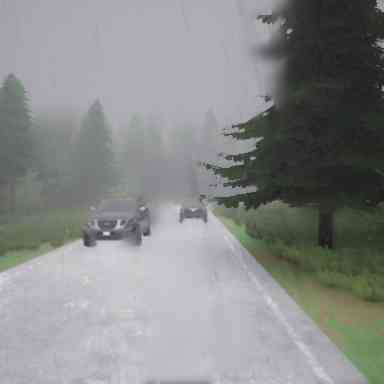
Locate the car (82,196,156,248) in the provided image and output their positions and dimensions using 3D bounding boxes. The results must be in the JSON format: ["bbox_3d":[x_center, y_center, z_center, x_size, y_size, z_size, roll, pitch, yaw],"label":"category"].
[{"bbox_3d":[-3.180,1.202,15.163,2.150,2.045,5.566,0,0,0],"label":"car"}]

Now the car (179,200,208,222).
[{"bbox_3d":[0.115,1.340,26.239,2.097,1.767,4.553,0,0,0],"label":"car"}]

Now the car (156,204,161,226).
[{"bbox_3d":[-3.200,1.488,22.992,1.837,1.490,4.892,0,0,1],"label":"car"}]
